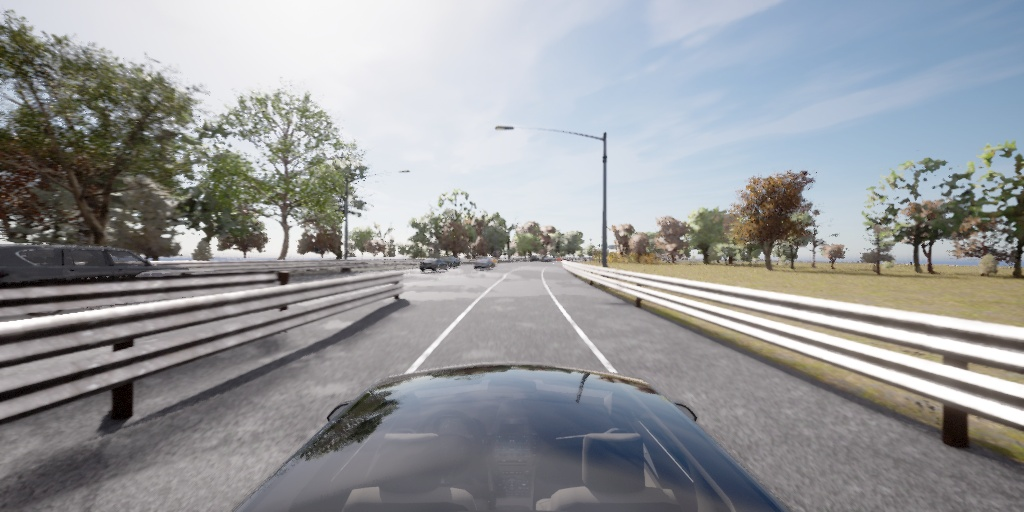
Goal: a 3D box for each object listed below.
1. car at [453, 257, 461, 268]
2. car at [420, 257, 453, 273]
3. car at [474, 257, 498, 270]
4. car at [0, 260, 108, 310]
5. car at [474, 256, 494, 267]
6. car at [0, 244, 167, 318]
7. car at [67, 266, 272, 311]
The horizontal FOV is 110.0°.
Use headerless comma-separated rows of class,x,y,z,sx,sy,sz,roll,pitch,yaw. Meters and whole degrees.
car,-9.340,0.915,54.026,2.097,1.767,4.553,0,0,12
car,-8.614,1.046,40.117,1.837,1.490,4.892,0,0,11
car,-3.550,1.117,47.597,2.033,1.411,5.357,0,0,12
car,-17.193,0.936,11.755,1.882,1.535,5.008,0,0,9
car,-4.557,0.941,59.512,2.097,1.767,4.553,0,0,13
car,-13.684,0.692,11.637,2.150,2.045,5.566,0,0,9
car,-10.175,1.084,11.487,1.895,1.301,4.718,0,0,9
